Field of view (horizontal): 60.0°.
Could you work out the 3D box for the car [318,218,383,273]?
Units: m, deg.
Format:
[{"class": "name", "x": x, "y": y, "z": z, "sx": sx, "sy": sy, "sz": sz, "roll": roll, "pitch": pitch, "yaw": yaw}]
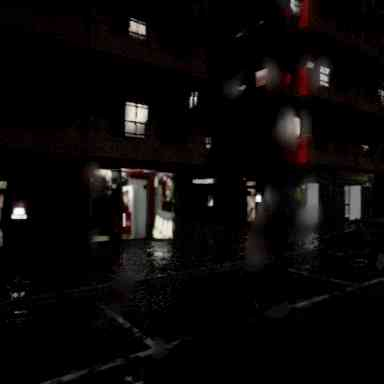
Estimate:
[{"class": "car", "x": 5.851, "y": 1.553, "z": 10.669, "sx": 4.403, "sy": 1.369, "sz": 2.008, "roll": 0, "pitch": 1, "yaw": -35}]
